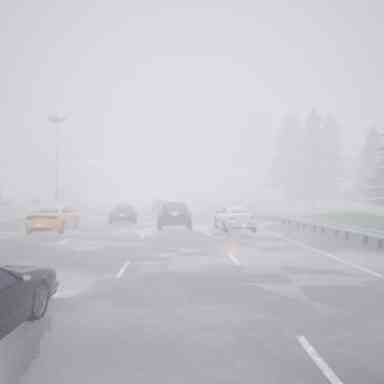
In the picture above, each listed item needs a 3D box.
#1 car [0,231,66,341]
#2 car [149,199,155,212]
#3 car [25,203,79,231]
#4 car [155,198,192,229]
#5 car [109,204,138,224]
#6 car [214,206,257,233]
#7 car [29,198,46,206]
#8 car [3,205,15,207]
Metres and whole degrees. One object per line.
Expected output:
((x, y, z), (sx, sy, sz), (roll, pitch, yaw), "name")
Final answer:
((-3.510, 1.560, 4.198), (2.033, 1.411, 5.357), (0, 0, -2), "car")
((-4.110, 1.557, 40.494), (1.837, 1.490, 4.892), (0, 0, -11), "car")
((-8.007, 1.516, 19.453), (1.882, 1.535, 5.008), (0, 0, -6), "car")
((-1.228, 1.378, 21.828), (2.097, 1.767, 4.553), (0, 0, -6), "car")
((-5.194, 1.603, 25.544), (1.994, 1.385, 4.181), (0, 0, -7), "car")
((2.507, 1.542, 19.784), (1.812, 1.442, 4.674), (0, 0, -6), "car")
((-26.426, 1.718, 56.938), (1.895, 1.301, 4.718), (0, 0, -17), "car")
((-28.373, 1.641, 51.055), (1.812, 1.442, 4.674), (0, 0, -15), "car")
